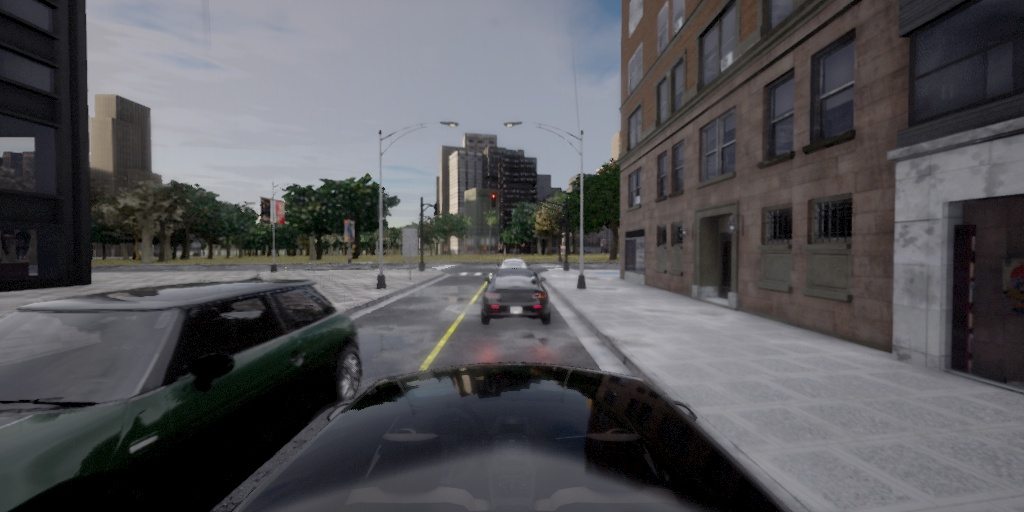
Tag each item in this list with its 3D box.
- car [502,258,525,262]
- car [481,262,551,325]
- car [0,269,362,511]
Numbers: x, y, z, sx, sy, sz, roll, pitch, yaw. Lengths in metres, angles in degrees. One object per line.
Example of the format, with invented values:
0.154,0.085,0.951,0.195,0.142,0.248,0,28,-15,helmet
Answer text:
0.090,0.855,20.744,1.812,1.442,4.674,0,1,0,car
0.096,1.074,10.829,1.812,1.442,4.674,0,1,0,car
-3.098,1.073,2.981,2.097,1.767,4.553,0,1,0,car
